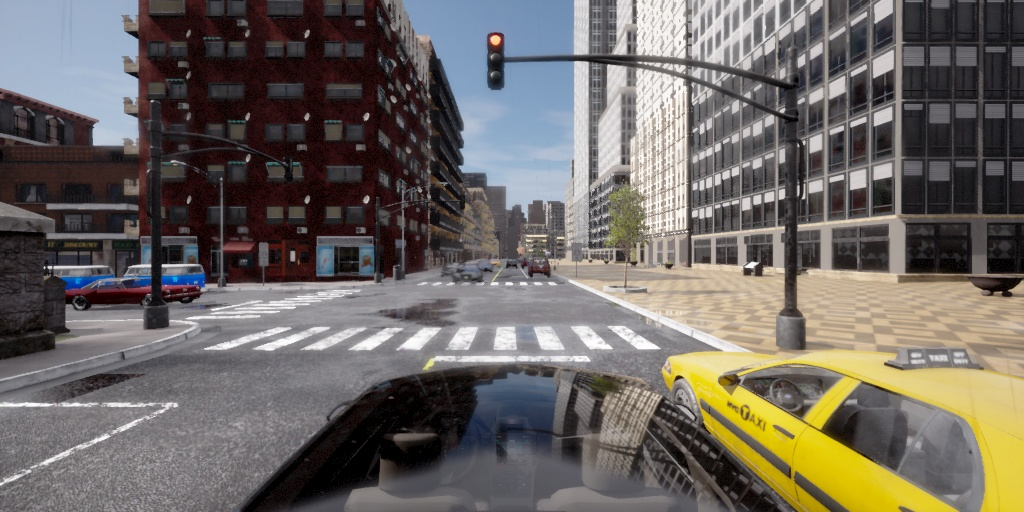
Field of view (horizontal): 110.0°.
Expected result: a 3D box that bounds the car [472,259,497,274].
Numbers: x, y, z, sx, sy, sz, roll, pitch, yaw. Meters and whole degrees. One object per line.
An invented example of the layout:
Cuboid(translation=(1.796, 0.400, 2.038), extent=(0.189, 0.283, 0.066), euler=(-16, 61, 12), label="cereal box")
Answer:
Cuboid(translation=(-3.191, 1.314, 42.519), extent=(2.033, 1.411, 5.357), euler=(0, 0, 0), label="car")

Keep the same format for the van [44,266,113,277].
Cuboid(translation=(-26.348, 1.481, 21.439), extent=(3.998, 1.789, 1.690), euler=(0, 0, -1), label="van")

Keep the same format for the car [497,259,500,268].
Cuboid(translation=(-3.175, 1.275, 64.902), extent=(1.882, 1.535, 5.008), euler=(0, 0, 0), label="car")

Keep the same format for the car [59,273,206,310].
Cuboid(translation=(-16.578, 1.603, 15.758), extent=(4.718, 1.301, 1.895), euler=(-1, 0, -1), label="car")

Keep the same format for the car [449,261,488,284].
Cuboid(translation=(-3.155, 1.320, 26.765), extent=(1.994, 1.385, 4.181), euler=(0, 0, 0), label="car")

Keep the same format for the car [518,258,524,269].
Cuboid(translation=(2.566, 1.099, 56.901), extent=(2.192, 1.841, 5.009), euler=(0, 0, 0), label="car")

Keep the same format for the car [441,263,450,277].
Cuboid(translation=(-5.764, 1.310, 34.777), extent=(2.007, 1.370, 4.403), euler=(0, 0, 0), label="car")

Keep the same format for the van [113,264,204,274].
Cuboid(translation=(-20.810, 1.391, 21.502), extent=(3.998, 1.789, 1.690), euler=(0, 0, -1), label="van")

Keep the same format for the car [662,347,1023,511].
Cuboid(translation=(2.690, 1.275, 2.554), extent=(1.751, 1.417, 4.829), euler=(0, 0, 0), label="car")

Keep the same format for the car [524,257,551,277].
Cuboid(translation=(2.616, 1.074, 34.796), extent=(2.192, 1.841, 5.009), euler=(0, 0, 0), label="car")

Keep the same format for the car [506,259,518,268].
Cuboid(translation=(-0.032, 1.293, 60.713), extent=(1.837, 1.490, 4.892), euler=(0, -1, 0), label="car")
